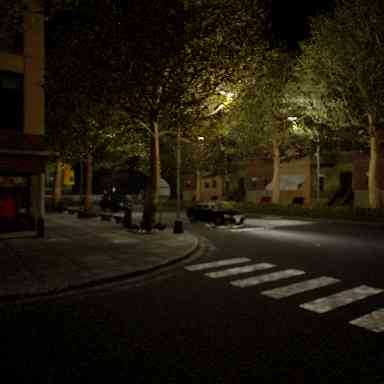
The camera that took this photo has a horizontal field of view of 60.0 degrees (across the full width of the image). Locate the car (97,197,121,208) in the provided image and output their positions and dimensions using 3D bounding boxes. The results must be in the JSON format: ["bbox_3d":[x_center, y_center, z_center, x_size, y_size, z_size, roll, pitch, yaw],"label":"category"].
[{"bbox_3d":[-12.348,1.521,49.258,1.837,1.490,4.892,0,0,-35],"label":"car"}]

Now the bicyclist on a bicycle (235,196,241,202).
[{"bbox_3d":[5.131,1.323,37.953,1.656,1.620,0.582,0,0,-35],"label":"bicyclist on a bicycle"}]

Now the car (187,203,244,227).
[{"bbox_3d":[1.521,1.503,23.021,2.128,1.511,4.902,0,0,-34],"label":"car"}]

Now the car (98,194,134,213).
[{"bbox_3d":[-8.535,1.232,37.552,2.150,2.045,5.566,0,0,-34],"label":"car"}]
